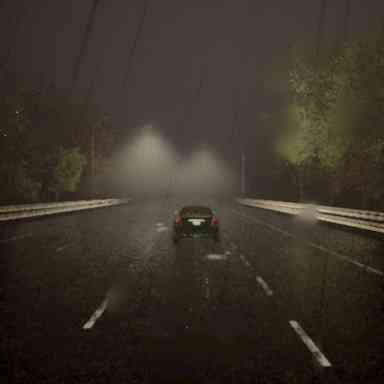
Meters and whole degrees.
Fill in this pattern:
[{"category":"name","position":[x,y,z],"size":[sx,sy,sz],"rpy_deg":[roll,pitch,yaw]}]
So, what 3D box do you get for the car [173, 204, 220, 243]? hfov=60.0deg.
[{"category":"car","position":[0.151,1.371,16.576],"size":[2.097,1.767,4.553],"rpy_deg":[0,0,-1]}]
